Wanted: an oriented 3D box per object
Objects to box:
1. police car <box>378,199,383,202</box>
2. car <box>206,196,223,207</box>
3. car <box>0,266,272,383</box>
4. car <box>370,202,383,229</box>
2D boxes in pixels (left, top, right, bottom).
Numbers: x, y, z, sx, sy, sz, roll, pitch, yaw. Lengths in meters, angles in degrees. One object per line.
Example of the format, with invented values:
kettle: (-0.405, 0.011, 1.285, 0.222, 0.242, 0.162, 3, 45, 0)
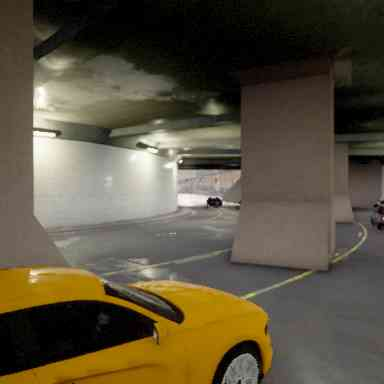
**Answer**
police car: (18.225, 1.315, 30.294, 1.930, 1.638, 5.238, 0, 0, 8)
car: (3.277, 1.385, 48.910, 2.128, 1.511, 4.902, 0, 0, -7)
car: (-1.369, 1.475, 3.061, 5.008, 1.535, 1.882, 0, 0, -37)
car: (12.241, 1.527, 20.514, 1.895, 1.301, 4.718, 0, 0, 23)
